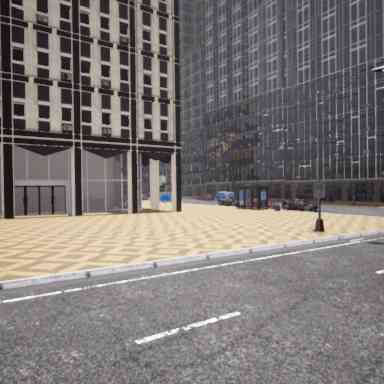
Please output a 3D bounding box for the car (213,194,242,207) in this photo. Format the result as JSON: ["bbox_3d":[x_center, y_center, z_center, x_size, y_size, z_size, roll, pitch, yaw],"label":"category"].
[{"bbox_3d":[5.316,1.315,45.207,1.947,1.339,4.313,-1,1,-34],"label":"car"}]

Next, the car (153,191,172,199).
[{"bbox_3d":[-6.930,0.610,78.126,2.192,1.841,5.009,0,1,-34],"label":"car"}]

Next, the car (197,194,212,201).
[{"bbox_3d":[2.678,1.038,64.042,1.802,1.307,4.206,-1,1,-34],"label":"car"}]

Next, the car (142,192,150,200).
[{"bbox_3d":[-10.651,1.036,68.713,2.008,1.369,4.403,0,1,-34],"label":"car"}]

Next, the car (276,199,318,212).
[{"bbox_3d":[11.658,1.420,35.771,1.947,1.339,4.313,-1,1,-34],"label":"car"}]

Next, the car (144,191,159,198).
[{"bbox_3d":[-10.132,0.681,82.822,1.967,1.590,4.097,0,1,-34],"label":"car"}]

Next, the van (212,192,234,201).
[{"bbox_3d":[5.879,0.850,59.343,1.690,1.788,3.998,-1,1,-34],"label":"van"}]

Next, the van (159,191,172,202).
[{"bbox_3d":[-4.246,0.933,59.319,1.690,1.788,3.998,0,1,-34],"label":"van"}]

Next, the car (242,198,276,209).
[{"bbox_3d":[8.470,1.384,40.479,1.802,1.307,4.206,-1,1,-34],"label":"car"}]
